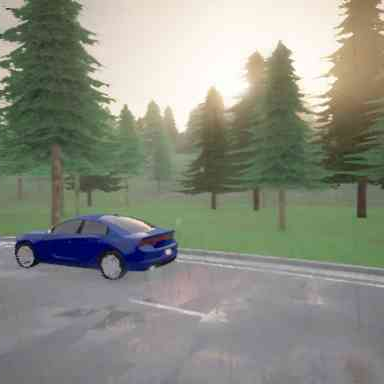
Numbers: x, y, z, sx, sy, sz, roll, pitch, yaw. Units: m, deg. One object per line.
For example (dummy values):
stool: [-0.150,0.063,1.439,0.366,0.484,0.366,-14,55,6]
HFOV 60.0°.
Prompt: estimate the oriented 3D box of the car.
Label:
car: [-2.827,1.364,9.457,5.008,1.535,1.882,0,0,26]
